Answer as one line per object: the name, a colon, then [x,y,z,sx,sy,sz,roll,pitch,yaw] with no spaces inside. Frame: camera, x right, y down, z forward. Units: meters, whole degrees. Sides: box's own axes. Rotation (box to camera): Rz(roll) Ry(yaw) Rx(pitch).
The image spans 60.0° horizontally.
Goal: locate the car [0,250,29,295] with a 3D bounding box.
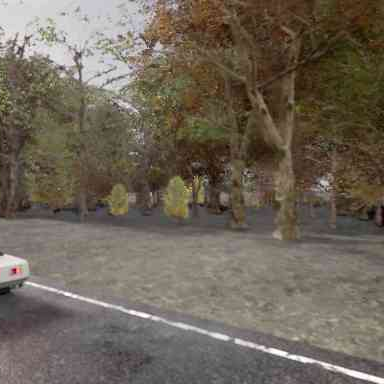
car: [-5.891,1.708,7.752,4.718,1.301,1.895,-1,0,35]
